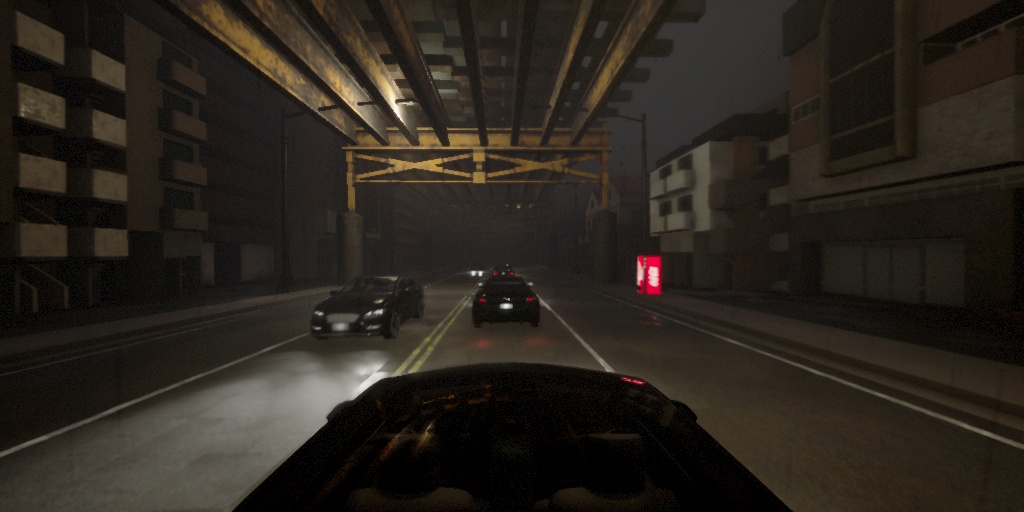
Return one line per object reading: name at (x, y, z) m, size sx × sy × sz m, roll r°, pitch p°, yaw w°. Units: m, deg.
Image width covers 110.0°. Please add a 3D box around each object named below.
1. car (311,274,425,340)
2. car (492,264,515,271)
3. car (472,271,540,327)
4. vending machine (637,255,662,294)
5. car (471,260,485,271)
car at (-3.823, 1.300, 10.296) m, size 2.128 × 1.511 × 4.902 m, roll 0°, pitch 0°, yaw -2°
car at (-0.725, 1.409, 29.818) m, size 2.033 × 1.411 × 5.357 m, roll 0°, pitch 0°, yaw -2°
car at (-0.203, 1.353, 11.816) m, size 1.994 × 1.385 × 4.181 m, roll 0°, pitch 0°, yaw -1°
vending machine at (6.929, 0.960, 18.148) m, size 1.100 × 2.100 × 0.880 m, roll 0°, pitch 0°, yaw -2°
car at (-5.154, 1.411, 54.642) m, size 2.128 × 1.511 × 4.902 m, roll 0°, pitch 0°, yaw -1°
